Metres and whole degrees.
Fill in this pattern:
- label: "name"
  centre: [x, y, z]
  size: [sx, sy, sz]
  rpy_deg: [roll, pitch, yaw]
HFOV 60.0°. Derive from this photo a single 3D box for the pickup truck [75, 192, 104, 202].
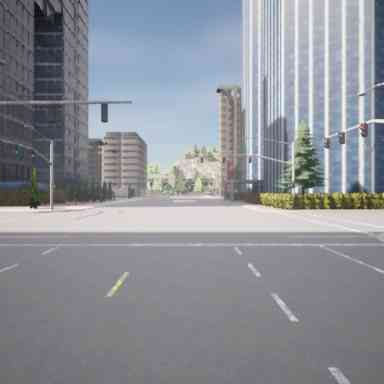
- label: "pickup truck"
  centre: [-21.287, 1.022, 69.889]
  size: [2.390, 2.098, 6.274]
  rpy_deg: [0, 0, 30]
